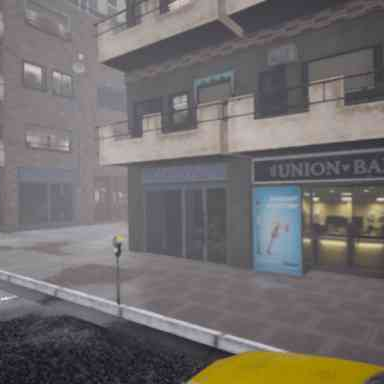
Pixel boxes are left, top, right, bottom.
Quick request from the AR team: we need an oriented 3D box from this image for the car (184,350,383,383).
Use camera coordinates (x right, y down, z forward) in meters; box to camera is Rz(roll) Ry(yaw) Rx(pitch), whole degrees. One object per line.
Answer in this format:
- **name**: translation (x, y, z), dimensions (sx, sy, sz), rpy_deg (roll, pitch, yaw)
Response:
- **car**: translation (1.889, 1.526, 1.542), dimensions (4.829, 1.417, 1.752), rpy_deg (0, -1, 36)
